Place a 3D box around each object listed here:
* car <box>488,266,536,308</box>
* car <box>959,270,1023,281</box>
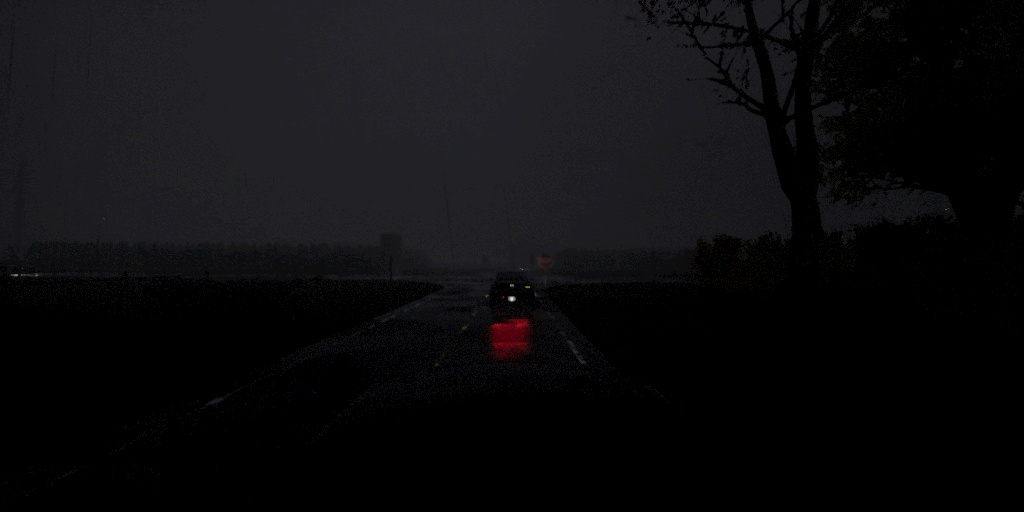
[{"bbox_3d":[-0.004,1.394,16.153,1.837,1.490,4.892,0,0,0],"label":"car"},{"bbox_3d":[43.207,1.655,31.945,4.553,1.767,2.097,0,-1,7],"label":"car"}]
